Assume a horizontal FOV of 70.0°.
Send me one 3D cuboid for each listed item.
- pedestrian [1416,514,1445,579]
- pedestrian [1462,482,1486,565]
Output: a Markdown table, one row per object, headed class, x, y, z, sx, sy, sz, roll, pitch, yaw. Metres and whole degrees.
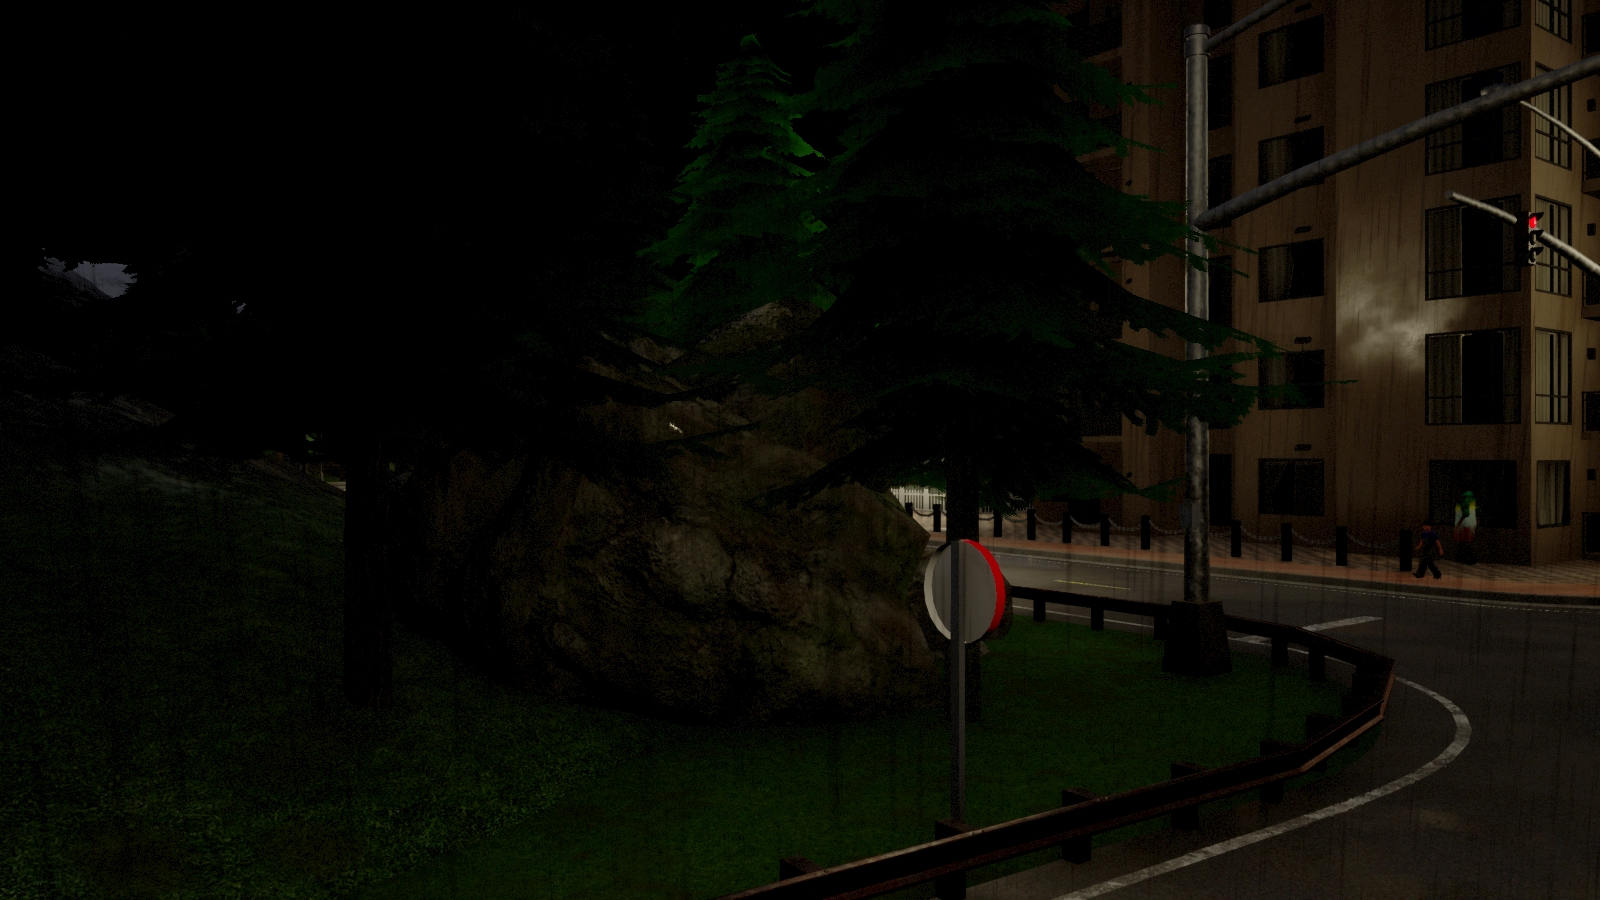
| class | x | y | z | sx | sy | sz | roll | pitch | yaw |
| --- | --- | --- | --- | --- | --- | --- | --- | --- | --- |
| pedestrian | 12.999 | 1.976 | 23.545 | 0.375 | 1.300 | 0.375 | 0 | 0 | -8 |
| pedestrian | 15.419 | 1.677 | 26.148 | 0.375 | 1.860 | 0.375 | 0 | 0 | -40 |
